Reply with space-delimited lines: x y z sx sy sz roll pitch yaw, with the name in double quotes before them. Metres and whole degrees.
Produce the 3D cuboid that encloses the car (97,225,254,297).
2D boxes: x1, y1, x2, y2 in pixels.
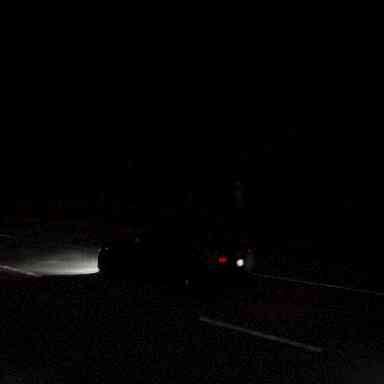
"car" -0.537 1.569 8.668 4.181 1.385 1.994 0 0 36
